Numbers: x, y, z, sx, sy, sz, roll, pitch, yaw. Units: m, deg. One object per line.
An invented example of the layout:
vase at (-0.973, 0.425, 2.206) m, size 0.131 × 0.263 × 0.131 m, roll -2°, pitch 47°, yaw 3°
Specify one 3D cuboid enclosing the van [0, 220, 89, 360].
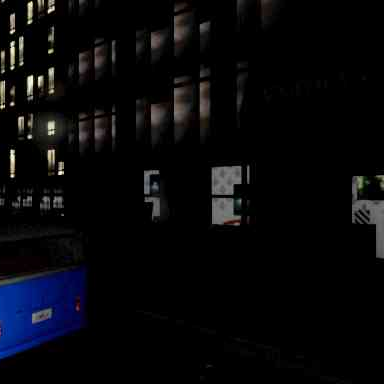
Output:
van at (-3.420, 1.341, 5.321) m, size 3.998 × 1.788 × 1.690 m, roll 0°, pitch 0°, yaw 36°
